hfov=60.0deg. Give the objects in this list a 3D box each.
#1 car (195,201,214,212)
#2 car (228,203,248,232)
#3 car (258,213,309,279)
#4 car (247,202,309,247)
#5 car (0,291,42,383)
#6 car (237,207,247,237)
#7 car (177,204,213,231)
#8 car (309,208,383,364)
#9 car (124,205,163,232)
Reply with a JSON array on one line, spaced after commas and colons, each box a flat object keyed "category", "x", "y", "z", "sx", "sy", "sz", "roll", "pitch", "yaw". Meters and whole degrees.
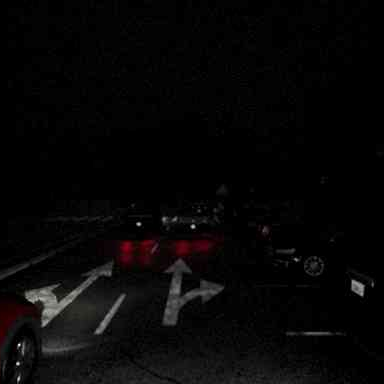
[{"category": "car", "x": 1.250, "y": 1.621, "z": 36.191, "sx": 1.895, "sy": 1.301, "sz": 4.718, "roll": 0, "pitch": 0, "yaw": 12}, {"category": "car", "x": 4.623, "y": 1.524, "z": 17.781, "sx": 5.008, "sy": 1.535, "sz": 2.097, "roll": 0, "pitch": 0, "yaw": 0}, {"category": "car", "x": 4.635, "y": 1.514, "z": 9.506, "sx": 4.892, "sy": 1.521, "sz": 2.231, "roll": 0, "pitch": 0, "yaw": 0}, {"category": "car", "x": 4.594, "y": 1.393, "z": 12.268, "sx": 4.553, "sy": 1.767, "sz": 2.185, "roll": 0, "pitch": 0, "yaw": 0}, {"category": "car", "x": -2.902, "y": 1.361, "z": 2.290, "sx": 2.097, "sy": 1.767, "sz": 4.553, "roll": 0, "pitch": 0, "yaw": 0}, {"category": "car", "x": 4.619, "y": 1.562, "z": 15.026, "sx": 4.674, "sy": 1.452, "sz": 2.002, "roll": 0, "pitch": 0, "yaw": 0}, {"category": "car", "x": 0.065, "y": 1.644, "z": 20.764, "sx": 1.895, "sy": 1.301, "sz": 4.718, "roll": 0, "pitch": 0, "yaw": 0}, {"category": "car", "x": 4.664, "y": 1.243, "z": 3.993, "sx": 5.566, "sy": 2.045, "sz": 2.435, "roll": 0, "pitch": 0, "yaw": 0}, {"category": "car", "x": -2.920, "y": 1.537, "z": 20.660, "sx": 2.128, "sy": 1.511, "sz": 4.902, "roll": 0, "pitch": 0, "yaw": 0}]
